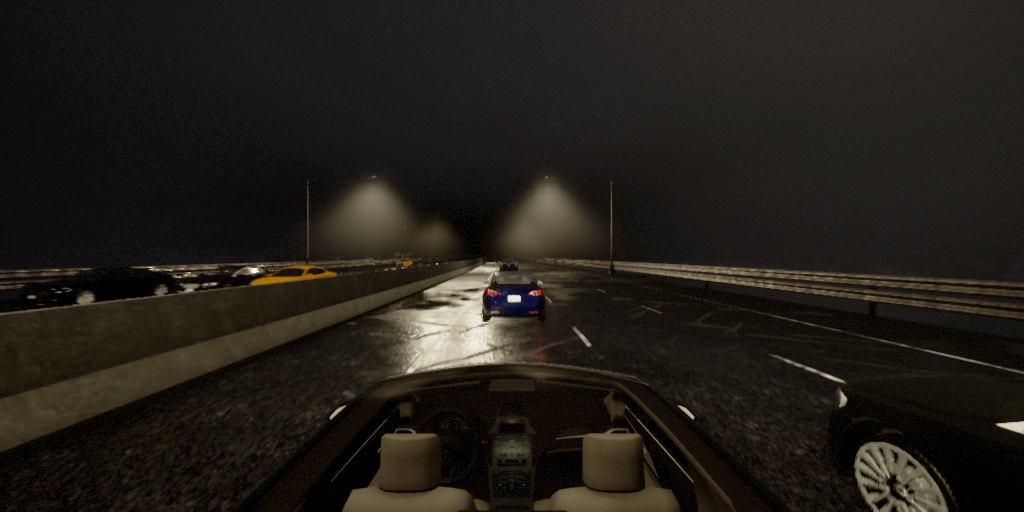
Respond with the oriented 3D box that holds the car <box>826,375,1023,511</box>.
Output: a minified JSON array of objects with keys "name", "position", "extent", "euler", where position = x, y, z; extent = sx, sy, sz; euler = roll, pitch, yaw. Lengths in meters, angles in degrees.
[{"name":"car","position":[3.593,1.241,1.034],"extent":[2.128,1.511,4.902],"euler":[0,0,0]}]

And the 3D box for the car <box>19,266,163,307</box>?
[{"name":"car","position":[-17.671,1.233,15.672],"extent":[1.882,1.535,5.008],"euler":[0,0,0]}]

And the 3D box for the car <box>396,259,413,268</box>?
[{"name":"car","position":[-18.565,1.213,61.991],"extent":[1.882,1.535,5.008],"euler":[0,0,-2]}]

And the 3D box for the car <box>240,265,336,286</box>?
[{"name":"car","position":[-10.691,1.231,17.946],"extent":[1.882,1.535,5.008],"euler":[0,0,-1]}]

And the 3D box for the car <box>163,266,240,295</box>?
[{"name":"car","position":[-14.194,1.245,18.221],"extent":[2.128,1.511,4.902],"euler":[0,0,-1]}]

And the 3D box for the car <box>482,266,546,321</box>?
[{"name":"car","position":[0.052,1.255,12.494],"extent":[2.163,1.488,4.792],"euler":[0,0,0]}]

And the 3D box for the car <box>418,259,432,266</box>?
[{"name":"car","position":[-15.072,1.251,62.303],"extent":[2.128,1.511,4.902],"euler":[0,0,-2]}]

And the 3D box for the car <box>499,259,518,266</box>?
[{"name":"car","position":[-0.388,1.094,41.912],"extent":[2.097,1.767,4.553],"euler":[0,0,-1]}]

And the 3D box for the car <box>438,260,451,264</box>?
[{"name":"car","position":[-11.572,1.372,62.395],"extent":[1.895,1.301,4.718],"euler":[0,0,-2]}]
